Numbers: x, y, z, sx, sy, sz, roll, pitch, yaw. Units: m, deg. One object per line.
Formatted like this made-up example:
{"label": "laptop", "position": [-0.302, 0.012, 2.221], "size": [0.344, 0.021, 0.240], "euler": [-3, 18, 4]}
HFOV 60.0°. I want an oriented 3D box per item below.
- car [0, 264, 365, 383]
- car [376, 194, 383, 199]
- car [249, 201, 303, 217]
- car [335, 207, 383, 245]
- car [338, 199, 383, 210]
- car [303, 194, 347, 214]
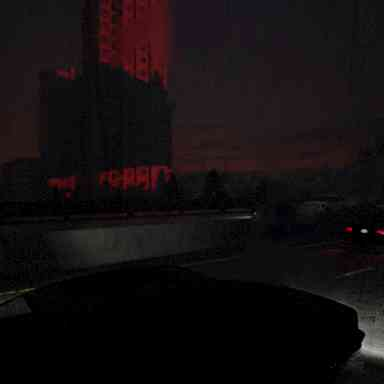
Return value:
{"label": "car", "position": [-0.386, 1.547, 3.471], "size": [5.357, 1.411, 2.033], "euler": [0, 0, -35]}
{"label": "car", "position": [36.891, 1.364, 64.134], "size": [2.150, 2.045, 5.566], "euler": [0, 0, 24]}
{"label": "car", "position": [7.699, 1.555, 31.182], "size": [5.357, 1.411, 2.033], "euler": [0, 0, -38]}
{"label": "car", "position": [8.649, 1.546, 14.217], "size": [5.357, 1.411, 2.033], "euler": [0, 0, -36]}
{"label": "car", "position": [14.399, 1.576, 27.768], "size": [4.181, 1.385, 1.994], "euler": [0, 0, -40]}
{"label": "car", "position": [12.311, 1.235, 30.503], "size": [5.566, 2.045, 2.150], "euler": [0, 0, -41]}
